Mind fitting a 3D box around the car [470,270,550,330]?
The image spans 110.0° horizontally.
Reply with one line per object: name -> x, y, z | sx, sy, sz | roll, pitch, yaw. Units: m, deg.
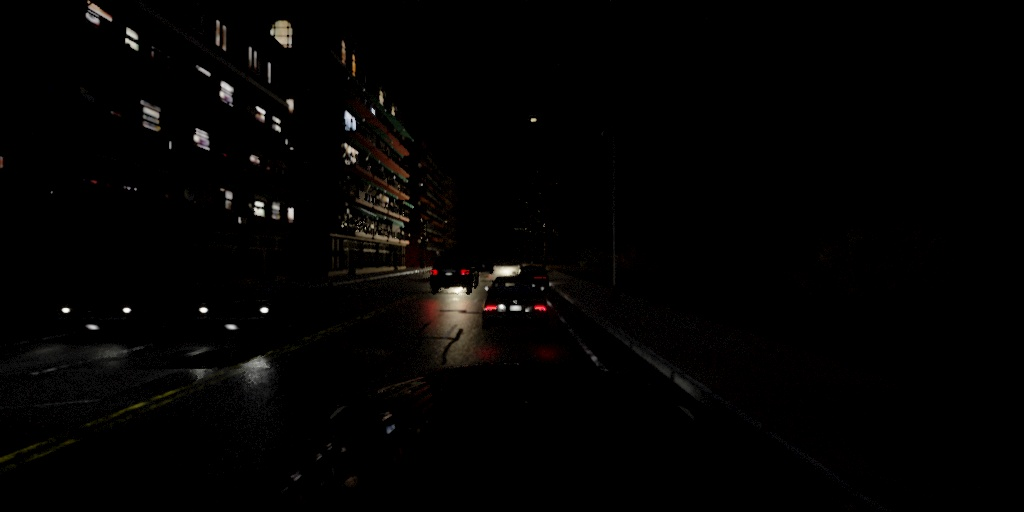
car -> 0.081, 1.321, 11.195 | 2.033, 1.411, 5.357 | 0, 0, 0

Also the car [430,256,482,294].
car -> -3.193, 1.016, 20.758 | 2.150, 2.045, 5.566 | 0, 0, 0

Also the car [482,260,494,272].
car -> -3.245, 1.201, 43.083 | 2.097, 1.767, 4.553 | 0, 0, 0

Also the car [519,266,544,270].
car -> 1.094, 1.302, 20.955 | 1.837, 1.490, 4.892 | 0, 0, 0

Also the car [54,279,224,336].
car -> -9.870, 1.373, 10.648 | 1.895, 1.301, 4.718 | 0, 0, 0

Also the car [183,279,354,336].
car -> -6.618, 1.373, 10.667 | 1.895, 1.301, 4.718 | 0, 0, 0
